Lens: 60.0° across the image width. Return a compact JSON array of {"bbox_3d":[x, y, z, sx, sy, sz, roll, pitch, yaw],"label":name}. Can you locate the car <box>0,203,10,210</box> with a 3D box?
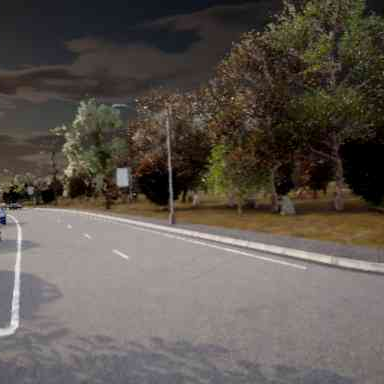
[{"bbox_3d":[-45.393,3.360,78.945,4.902,1.511,2.128,-2,0,43],"label":"car"}]

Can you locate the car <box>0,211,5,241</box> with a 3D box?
[{"bbox_3d":[-11.191,2.054,17.485,1.882,1.535,5.008,-3,1,-27],"label":"car"}]

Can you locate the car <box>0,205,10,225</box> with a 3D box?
[{"bbox_3d":[-18.932,2.396,32.105,1.882,1.535,5.008,-3,1,-29],"label":"car"}]

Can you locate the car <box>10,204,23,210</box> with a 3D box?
[{"bbox_3d":[-38.150,3.211,71.647,1.895,1.301,4.718,-3,0,-43],"label":"car"}]

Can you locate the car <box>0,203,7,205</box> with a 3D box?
[{"bbox_3d":[-40.808,3.314,69.372,1.994,1.385,4.181,-3,0,-43],"label":"car"}]
